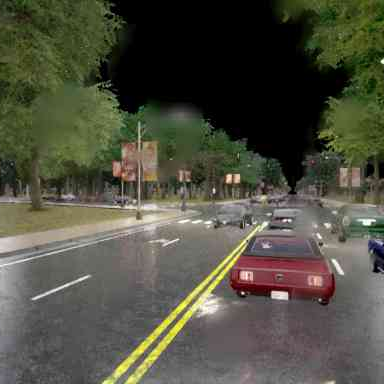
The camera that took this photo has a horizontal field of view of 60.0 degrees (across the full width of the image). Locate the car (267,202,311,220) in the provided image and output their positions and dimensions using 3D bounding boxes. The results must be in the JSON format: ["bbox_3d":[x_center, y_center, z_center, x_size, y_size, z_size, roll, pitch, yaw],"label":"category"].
[{"bbox_3d":[4.920,1.505,17.065,1.837,1.490,4.892,0,0,17],"label":"car"}]

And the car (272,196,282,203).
[{"bbox_3d":[18.455,1.604,72.396,1.895,1.301,4.718,0,0,17],"label":"car"}]

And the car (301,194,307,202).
[{"bbox_3d":[26.395,1.562,76.096,1.994,1.385,4.181,0,0,17],"label":"car"}]

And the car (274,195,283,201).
[{"bbox_3d":[21.506,1.489,82.308,1.882,1.535,5.008,0,0,17],"label":"car"}]

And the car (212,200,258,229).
[{"bbox_3d":[2.699,1.505,21.304,1.837,1.490,4.892,-1,0,20],"label":"car"}]

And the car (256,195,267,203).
[{"bbox_3d":[15.263,1.486,73.076,1.882,1.535,5.008,0,0,17],"label":"car"}]

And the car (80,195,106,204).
[{"bbox_3d":[-18.418,1.422,60.910,4.718,1.301,1.895,0,0,41],"label":"car"}]

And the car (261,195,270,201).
[{"bbox_3d":[18.285,1.535,82.887,1.812,1.442,4.674,0,0,17],"label":"car"}]

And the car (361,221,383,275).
[{"bbox_3d":[5.455,1.601,7.593,1.895,1.301,4.718,0,0,17],"label":"car"}]

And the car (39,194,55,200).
[{"bbox_3d":[-37.116,1.224,85.216,4.674,1.442,1.812,0,0,40],"label":"car"}]

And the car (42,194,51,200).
[{"bbox_3d":[-34.946,1.315,79.140,4.718,1.301,1.895,0,0,40],"label":"car"}]

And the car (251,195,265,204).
[{"bbox_3d":[12.317,1.554,63.633,2.033,1.411,5.357,0,0,18],"label":"car"}]

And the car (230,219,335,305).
[{"bbox_3d":[2.247,1.601,8.200,1.895,1.301,4.718,0,0,17],"label":"car"}]

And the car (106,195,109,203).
[{"bbox_3d":[-16.440,1.311,63.689,4.902,1.511,2.128,0,0,40],"label":"car"}]

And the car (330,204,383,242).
[{"bbox_3d":[8.055,1.352,16.197,2.097,1.767,4.553,0,0,17],"label":"car"}]

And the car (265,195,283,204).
[{"bbox_3d":[15.392,1.554,62.591,2.033,1.411,5.357,0,0,18],"label":"car"}]

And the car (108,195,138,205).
[{"bbox_3d":[-10.982,1.361,54.636,4.902,1.511,2.128,0,0,41],"label":"car"}]

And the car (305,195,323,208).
[{"bbox_3d":[18.104,1.508,48.931,1.837,1.490,4.892,-1,0,16],"label":"car"}]

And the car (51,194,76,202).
[{"bbox_3d":[-26.168,1.299,67.500,4.674,1.442,1.812,0,0,40],"label":"car"}]

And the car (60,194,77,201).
[{"bbox_3d":[-29.259,1.260,78.600,4.674,1.442,1.812,0,0,40],"label":"car"}]
